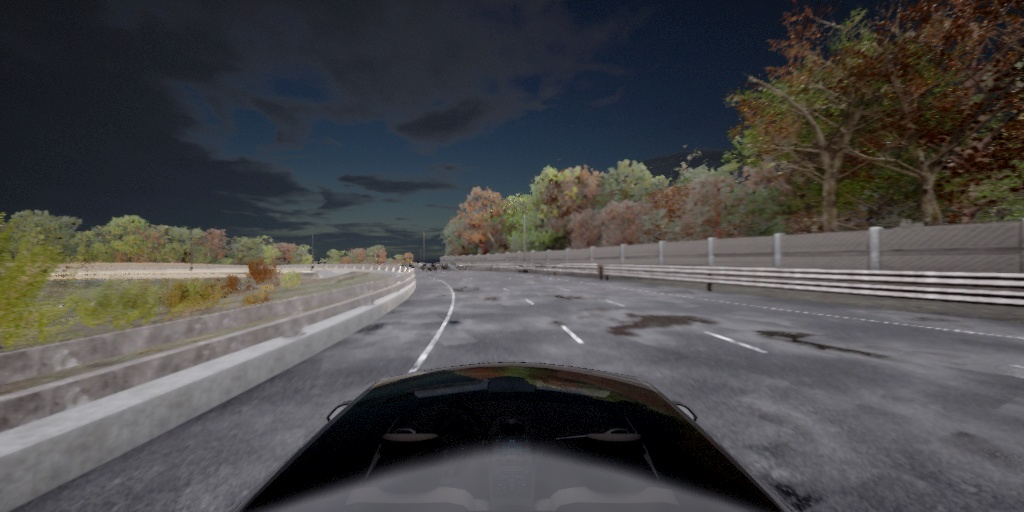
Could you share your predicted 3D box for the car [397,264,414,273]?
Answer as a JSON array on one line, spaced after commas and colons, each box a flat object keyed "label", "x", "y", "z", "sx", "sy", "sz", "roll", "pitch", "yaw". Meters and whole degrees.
[{"label": "car", "x": -18.388, "y": 2.060, "z": 61.967, "sx": 1.837, "sy": 1.490, "sz": 4.892, "roll": 0, "pitch": -1, "yaw": -34}]

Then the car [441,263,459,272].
[{"label": "car", "x": -11.007, "y": 1.950, "z": 63.425, "sx": 2.128, "sy": 1.511, "sz": 4.902, "roll": 0, "pitch": -1, "yaw": -32}]

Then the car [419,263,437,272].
[{"label": "car", "x": -14.686, "y": 2.012, "z": 62.719, "sx": 1.837, "sy": 1.490, "sz": 4.892, "roll": 0, "pitch": -1, "yaw": -33}]
